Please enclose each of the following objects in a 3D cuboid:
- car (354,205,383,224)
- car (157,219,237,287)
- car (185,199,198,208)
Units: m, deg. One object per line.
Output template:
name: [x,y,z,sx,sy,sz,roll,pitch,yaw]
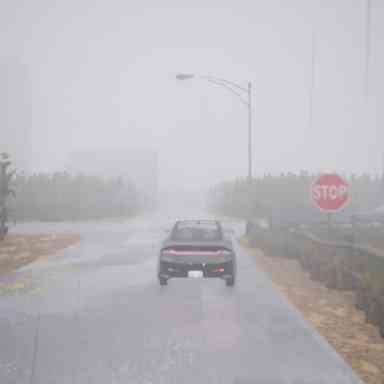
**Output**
car: [13.433,1.559,22.254,5.008,1.535,1.882,1,-1,0]
car: [0.182,1.526,9.481,2.128,1.511,4.902,0,0,2]
car: [-0.071,1.970,59.510,2.097,1.767,4.553,0,-1,0]
